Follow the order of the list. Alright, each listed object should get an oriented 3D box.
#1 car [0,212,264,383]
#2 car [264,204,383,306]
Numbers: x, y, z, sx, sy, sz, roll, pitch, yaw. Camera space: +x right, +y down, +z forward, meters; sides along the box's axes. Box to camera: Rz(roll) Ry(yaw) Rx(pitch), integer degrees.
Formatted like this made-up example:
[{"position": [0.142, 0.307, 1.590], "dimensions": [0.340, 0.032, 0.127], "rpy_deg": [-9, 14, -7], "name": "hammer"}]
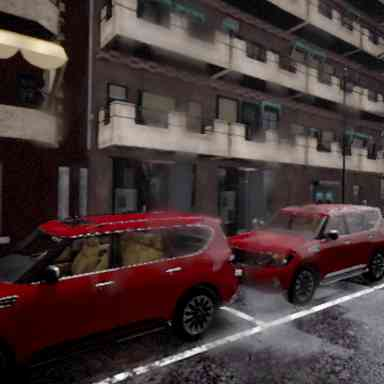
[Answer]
[{"position": [-1.531, 1.307, 4.976], "dimensions": [5.009, 1.841, 2.192], "rpy_deg": [0, 2, -35], "name": "car"}, {"position": [2.971, 1.280, 8.186], "dimensions": [5.009, 1.841, 2.192], "rpy_deg": [0, 2, -35], "name": "car"}]
